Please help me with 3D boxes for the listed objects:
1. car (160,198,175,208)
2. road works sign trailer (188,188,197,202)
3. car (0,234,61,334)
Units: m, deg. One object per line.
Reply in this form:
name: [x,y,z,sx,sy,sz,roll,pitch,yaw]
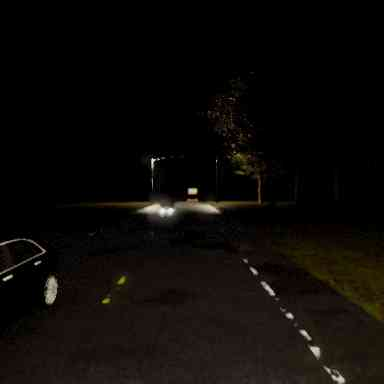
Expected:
car: [-3.584,1.579,48.861,2.128,1.511,4.902,0,0,0]
road works sign trailer: [0.206,0.839,87.793,2.380,3.560,2.880,0,-1,2]
car: [-3.601,1.489,4.995,1.837,1.490,4.892,0,0,0]
